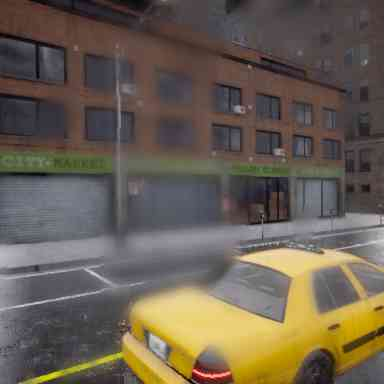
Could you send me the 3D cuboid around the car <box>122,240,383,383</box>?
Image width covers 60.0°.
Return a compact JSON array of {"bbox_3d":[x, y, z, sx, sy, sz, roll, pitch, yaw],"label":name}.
[{"bbox_3d":[1.751,1.454,4.683,5.366,1.575,1.801,0,0,-35],"label":"car"}]
